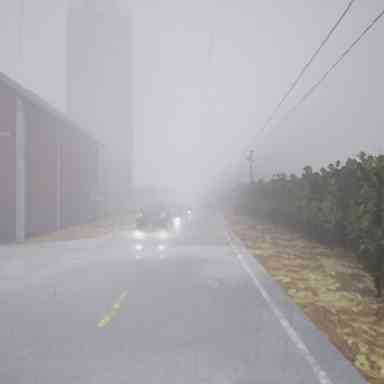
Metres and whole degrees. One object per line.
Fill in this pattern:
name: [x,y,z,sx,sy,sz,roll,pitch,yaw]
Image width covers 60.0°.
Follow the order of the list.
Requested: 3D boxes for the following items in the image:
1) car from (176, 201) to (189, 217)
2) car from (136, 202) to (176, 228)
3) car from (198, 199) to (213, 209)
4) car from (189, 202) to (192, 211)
car: [-1.913,1.904,36.451,2.128,1.511,4.902,0,-1,4]
car: [-2.641,1.627,24.282,2.097,1.767,4.553,0,-1,3]
car: [2.481,2.112,56.243,1.882,1.535,5.008,0,0,0]
car: [-1.025,2.095,50.428,1.812,1.442,4.674,0,-1,2]
